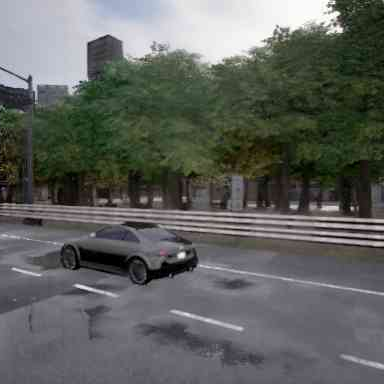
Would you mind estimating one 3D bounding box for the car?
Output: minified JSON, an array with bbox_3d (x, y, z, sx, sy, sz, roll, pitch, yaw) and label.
[{"bbox_3d":[-1.897,1.569,9.521,4.181,1.385,1.994,0,0,36],"label":"car"}]
